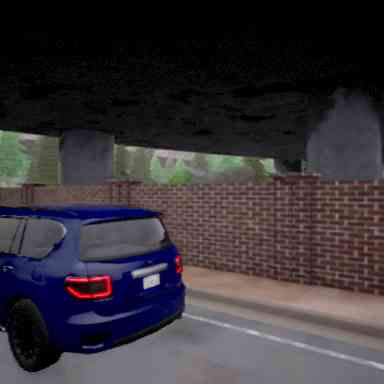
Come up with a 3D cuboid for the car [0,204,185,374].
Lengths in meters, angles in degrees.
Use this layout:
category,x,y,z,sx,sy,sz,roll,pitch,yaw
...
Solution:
category,x,y,z,sx,sy,sz,roll,pitch,yaw
car,-2.702,1.236,5.885,5.566,2.045,2.150,0,0,36
